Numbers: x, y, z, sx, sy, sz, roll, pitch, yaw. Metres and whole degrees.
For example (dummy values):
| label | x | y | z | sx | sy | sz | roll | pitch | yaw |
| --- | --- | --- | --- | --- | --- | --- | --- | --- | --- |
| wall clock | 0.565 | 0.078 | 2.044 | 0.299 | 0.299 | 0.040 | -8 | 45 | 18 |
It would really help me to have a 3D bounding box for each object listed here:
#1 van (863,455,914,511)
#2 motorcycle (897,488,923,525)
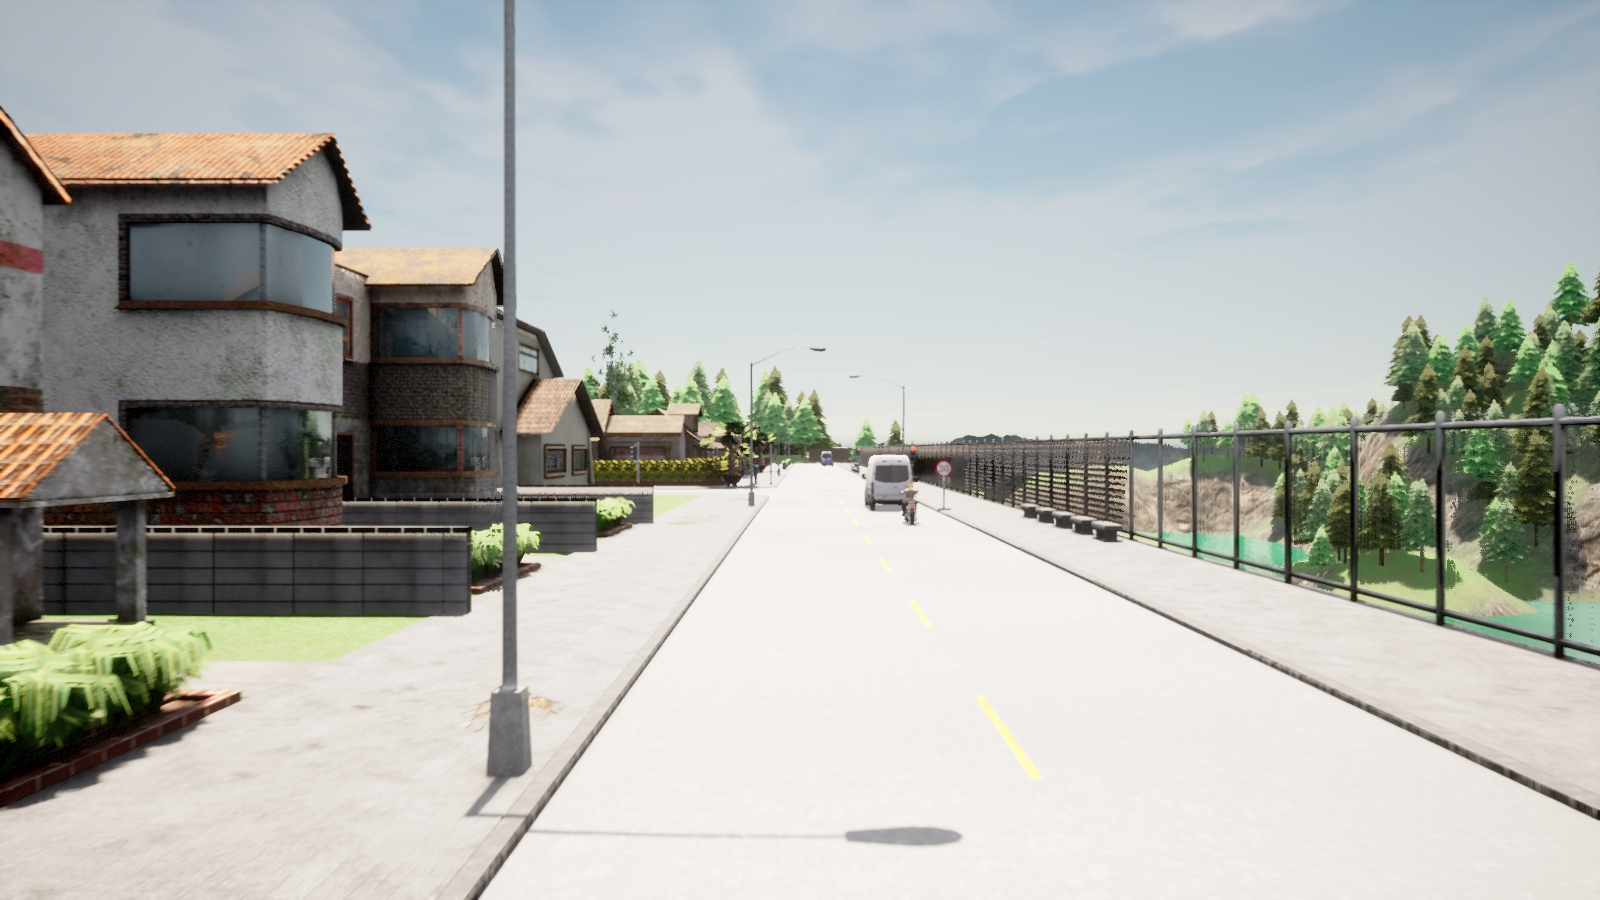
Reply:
| label | x | y | z | sx | sy | sz | roll | pitch | yaw |
| --- | --- | --- | --- | --- | --- | --- | --- | --- | --- |
| van | 4.233 | 1.533 | 55.516 | 1.988 | 2.561 | 5.915 | 0 | 0 | 0 |
| motorcycle | 4.197 | 2.154 | 43.782 | 0.764 | 1.307 | 2.356 | 0 | 0 | 0 |
